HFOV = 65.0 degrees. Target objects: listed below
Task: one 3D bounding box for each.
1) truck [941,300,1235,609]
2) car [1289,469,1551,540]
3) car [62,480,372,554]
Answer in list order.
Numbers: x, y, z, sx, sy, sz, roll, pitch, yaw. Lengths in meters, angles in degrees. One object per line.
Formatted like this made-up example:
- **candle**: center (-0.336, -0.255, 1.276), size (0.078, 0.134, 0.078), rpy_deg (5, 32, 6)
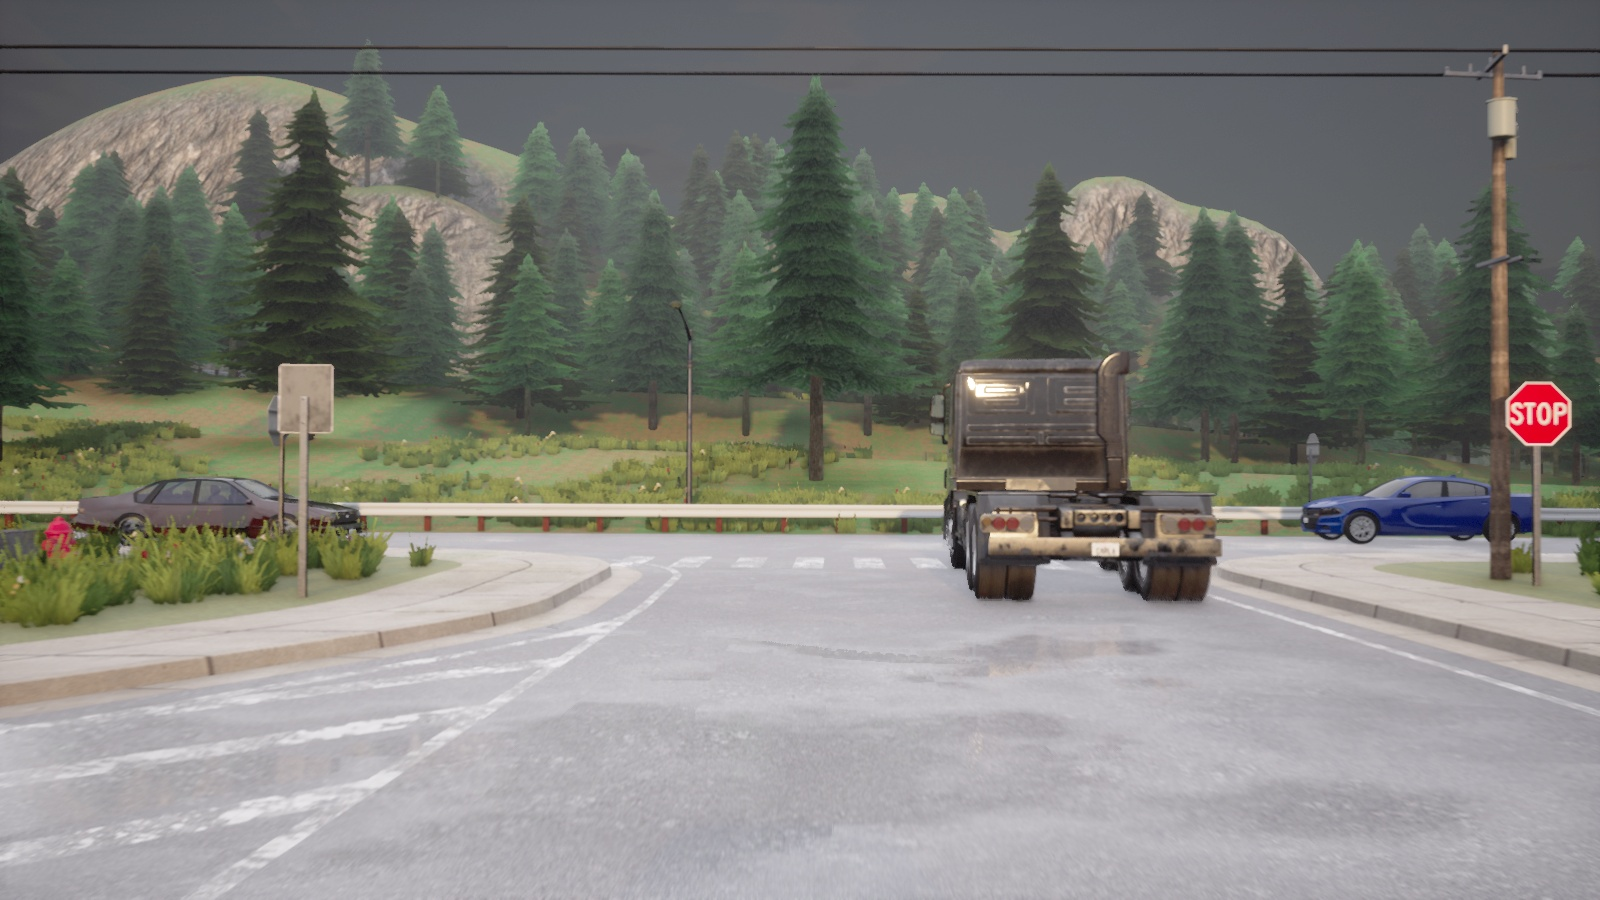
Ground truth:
- **truck**: center (3.669, 0.121, 18.086), size (2.891, 3.462, 7.936), rpy_deg (0, -1, 4)
- **car**: center (14.008, 1.215, 28.590), size (5.008, 1.535, 1.882), rpy_deg (0, -1, 1)
- **car**: center (-11.710, 1.336, 25.479), size (5.357, 1.411, 2.033), rpy_deg (0, -1, 1)
